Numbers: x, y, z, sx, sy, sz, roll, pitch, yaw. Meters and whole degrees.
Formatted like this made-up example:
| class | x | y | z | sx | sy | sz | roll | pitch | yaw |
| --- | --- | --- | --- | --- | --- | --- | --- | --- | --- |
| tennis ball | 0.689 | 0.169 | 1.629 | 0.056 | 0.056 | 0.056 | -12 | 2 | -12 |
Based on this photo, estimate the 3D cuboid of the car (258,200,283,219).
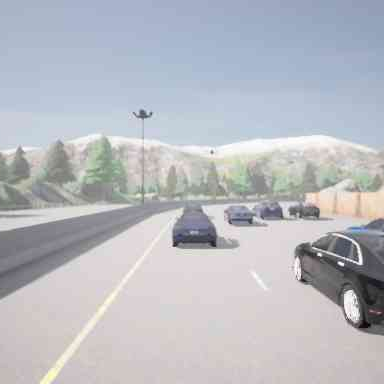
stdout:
| class | x | y | z | sx | sy | sz | roll | pitch | yaw |
| --- | --- | --- | --- | --- | --- | --- | --- | --- | --- |
| car | 7.110 | 1.579 | 31.534 | 2.097 | 1.767 | 4.553 | 0 | 0 | 0 |

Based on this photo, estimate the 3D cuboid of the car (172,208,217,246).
| class | x | y | z | sx | sy | sz | roll | pitch | yaw |
| --- | --- | --- | --- | --- | --- | --- | --- | --- | --- |
| car | 0.100 | 1.679 | 15.986 | 1.994 | 1.385 | 4.181 | 0 | 0 | 0 |

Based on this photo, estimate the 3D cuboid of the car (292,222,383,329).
| class | x | y | z | sx | sy | sz | roll | pitch | yaw |
| --- | --- | --- | --- | --- | --- | --- | --- | --- | --- |
| car | 3.601 | 1.556 | 7.030 | 1.837 | 1.490 | 4.892 | 0 | 0 | 0 |

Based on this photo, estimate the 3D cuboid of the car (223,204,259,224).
| class | x | y | z | sx | sy | sz | roll | pitch | yaw |
| --- | --- | --- | --- | --- | --- | --- | --- | --- | --- |
| car | 3.600 | 1.738 | 26.441 | 2.033 | 1.411 | 5.357 | 0 | 0 | 0 |

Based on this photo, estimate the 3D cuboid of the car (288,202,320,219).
| class | x | y | z | sx | sy | sz | roll | pitch | yaw |
| --- | --- | --- | --- | --- | --- | --- | --- | --- | --- |
| car | 10.609 | 1.720 | 31.803 | 2.128 | 1.511 | 4.902 | 0 | 0 | 0 |

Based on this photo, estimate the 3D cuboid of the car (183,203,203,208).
| class | x | y | z | sx | sy | sz | roll | pitch | yaw |
| --- | --- | --- | --- | --- | --- | --- | --- | --- | --- |
| car | 0.113 | 1.797 | 32.465 | 1.994 | 1.385 | 4.181 | 0 | 0 | 0 |

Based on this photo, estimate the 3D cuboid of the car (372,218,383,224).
| class | x | y | z | sx | sy | sz | roll | pitch | yaw |
| --- | --- | --- | --- | --- | --- | --- | --- | --- | --- |
| car | 7.101 | 1.559 | 11.329 | 1.882 | 1.535 | 5.008 | 0 | 0 | 0 |
